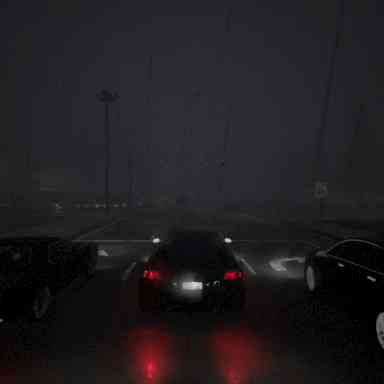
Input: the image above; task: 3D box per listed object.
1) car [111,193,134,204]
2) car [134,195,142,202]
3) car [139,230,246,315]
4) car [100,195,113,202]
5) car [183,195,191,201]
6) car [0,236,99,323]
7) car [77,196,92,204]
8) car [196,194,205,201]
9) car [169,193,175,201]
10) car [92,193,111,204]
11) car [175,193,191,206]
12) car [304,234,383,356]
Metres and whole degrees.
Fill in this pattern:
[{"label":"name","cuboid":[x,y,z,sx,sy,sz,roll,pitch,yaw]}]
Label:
[{"label":"car","cuboid":[-12.850,1.218,62.176,2.150,2.045,5.566,0,0,0]},{"label":"car","cuboid":[-12.804,1.494,77.628,1.837,1.490,4.892,0,0,0]},{"label":"car","cuboid":[0.006,1.563,7.659,1.994,1.385,4.181,0,0,0]},{"label":"car","cuboid":[-19.804,1.494,77.172,1.837,1.490,4.892,0,0,0]},{"label":"car","cuboid":[-1.306,1.514,86.765,2.128,1.511,4.902,0,0,0]},{"label":"car","cuboid":[-3.495,1.600,7.158,1.895,1.301,4.718,0,0,0]},{"label":"car","cuboid":[-19.843,1.520,61.692,1.812,1.442,4.674,0,0,0]},{"label":"car","cuboid":[2.194,1.343,86.719,2.097,1.767,4.553,0,0,0]},{"label":"car","cuboid":[-4.805,1.213,86.402,2.150,2.045,5.566,0,0,0]},{"label":"car","cuboid":[-16.347,1.217,62.102,2.150,2.045,5.566,0,0,1]},{"label":"car","cuboid":[-1.299,1.348,55.393,2.097,1.767,4.553,0,0,0]},{"label":"car","cuboid":[3.503,1.504,5.836,1.837,1.490,4.892,0,0,0]}]
